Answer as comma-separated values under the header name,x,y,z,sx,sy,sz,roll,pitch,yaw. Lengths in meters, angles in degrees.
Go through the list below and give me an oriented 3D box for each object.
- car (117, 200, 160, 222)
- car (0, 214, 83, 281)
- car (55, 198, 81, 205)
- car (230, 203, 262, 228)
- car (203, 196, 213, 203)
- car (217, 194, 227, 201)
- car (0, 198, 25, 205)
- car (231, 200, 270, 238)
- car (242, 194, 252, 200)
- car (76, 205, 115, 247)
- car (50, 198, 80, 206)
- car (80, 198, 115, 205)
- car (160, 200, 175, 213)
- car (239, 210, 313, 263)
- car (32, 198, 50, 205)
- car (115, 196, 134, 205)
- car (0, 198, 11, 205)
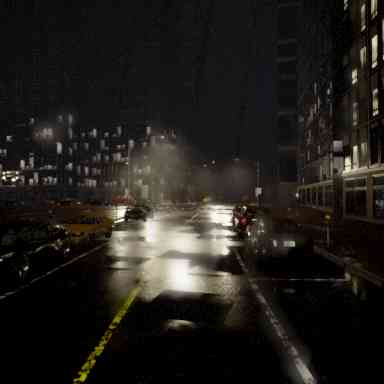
name,x,y,z,sx,sy,sz,roll,pitch,yaw
car,-4.126,1.576,26.408,2.008,1.369,4.403,1,0,5
car,-5.121,1.574,9.985,1.947,1.339,4.313,1,0,2
car,-23.971,1.878,64.423,4.403,1.369,2.008,0,-1,15
car,3.655,1.555,23.227,1.887,1.381,4.507,1,0,5
car,3.567,1.670,73.822,1.752,1.417,4.829,1,0,14
car,8.124,1.524,89.912,2.192,1.841,5.009,1,0,16
car,-31.436,1.763,58.300,4.403,1.369,2.008,0,-1,15
car,3.267,1.447,17.598,1.967,1.590,4.097,1,0,4
car,12.568,1.435,76.065,2.192,1.841,5.009,1,0,15
car,-4.891,1.539,15.308,1.752,1.417,4.829,1,0,3
car,-20.650,1.692,55.342,4.403,1.369,2.008,0,-1,15
car,-15.257,1.671,53.864,4.313,1.339,1.947,0,-1,15
car,-3.000,1.592,37.165,2.008,1.369,4.403,1,0,7
car,2.976,1.570,11.918,1.947,1.339,4.313,1,0,2
car,-29.530,1.889,65.947,4.829,1.417,1.752,0,-1,15
car,-13.180,1.571,61.468,5.009,1.841,2.192,0,-1,15
car,-40.157,1.985,68.861,4.403,1.369,2.008,0,-1,15
